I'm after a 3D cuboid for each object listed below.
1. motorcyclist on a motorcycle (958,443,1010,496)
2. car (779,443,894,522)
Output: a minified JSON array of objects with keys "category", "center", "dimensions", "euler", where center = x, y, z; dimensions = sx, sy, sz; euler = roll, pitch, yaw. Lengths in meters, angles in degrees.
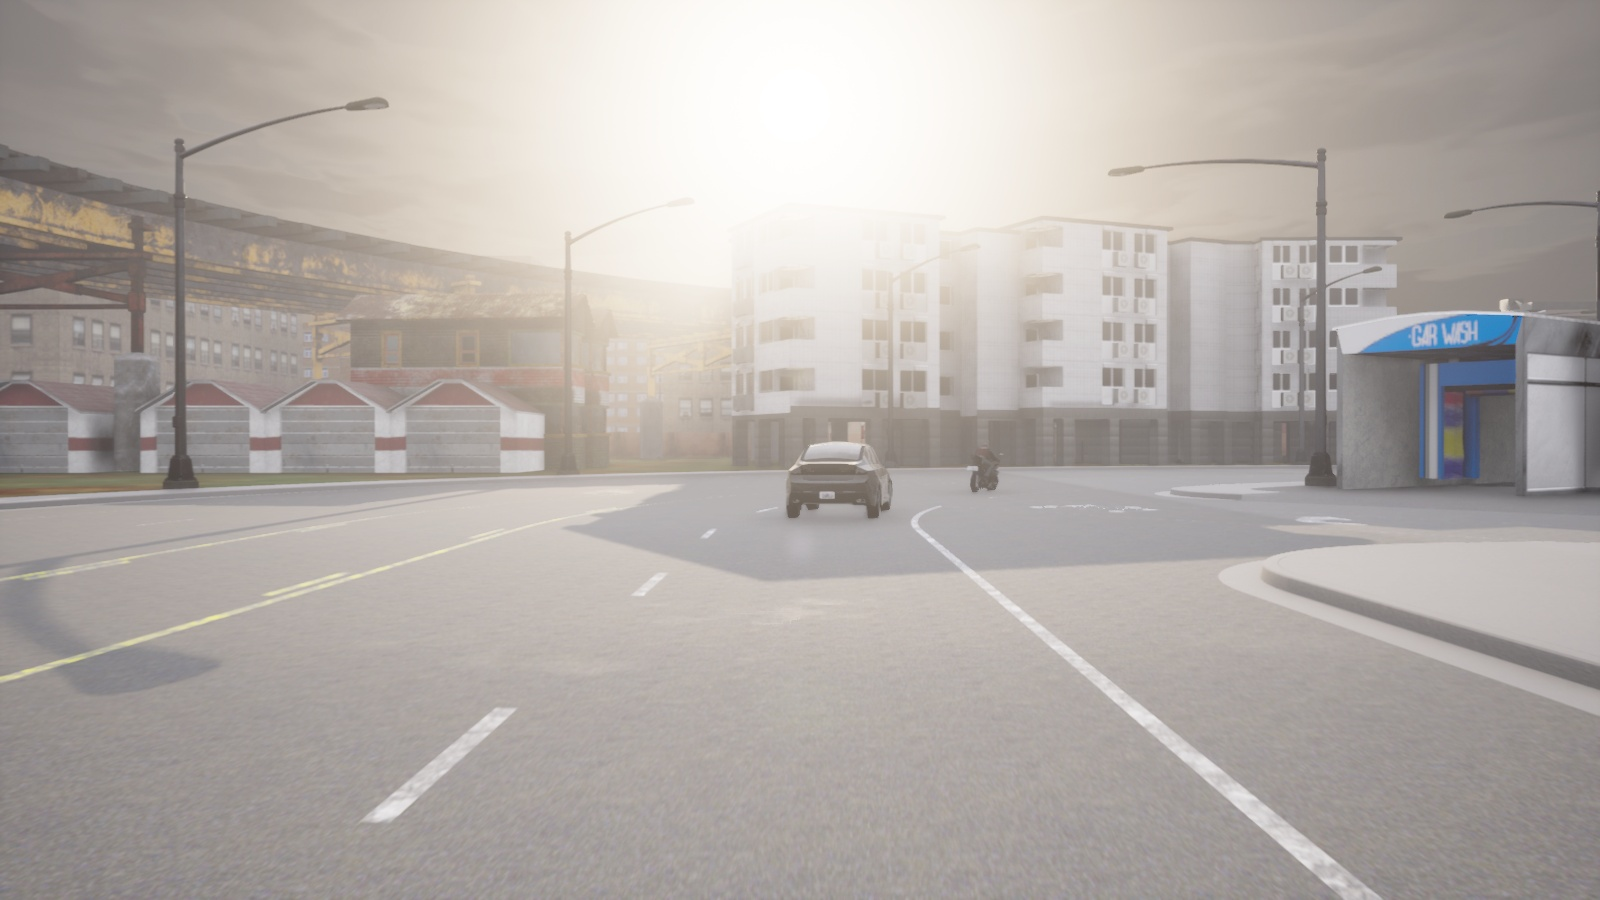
[{"category":"motorcyclist on a motorcycle","center":[5.631,0.570,38.254],"dimensions":[0.866,1.530,2.191],"euler":[2,1,27]},{"category":"car","center":[0.873,0.603,26.435],"dimensions":[1.837,1.490,4.892],"euler":[0,0,9]}]
